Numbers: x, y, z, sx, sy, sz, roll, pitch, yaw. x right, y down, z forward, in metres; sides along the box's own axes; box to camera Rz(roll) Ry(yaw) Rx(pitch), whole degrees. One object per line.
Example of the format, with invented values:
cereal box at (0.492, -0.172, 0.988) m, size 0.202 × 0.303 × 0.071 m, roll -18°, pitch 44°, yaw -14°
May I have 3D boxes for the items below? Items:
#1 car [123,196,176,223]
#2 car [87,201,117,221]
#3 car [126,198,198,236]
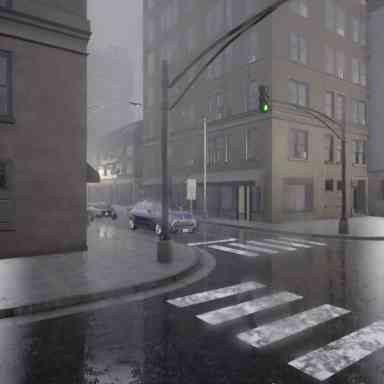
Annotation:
car at (-3.314, 1.233, 25.409) m, size 2.097 × 1.767 × 4.553 m, roll 0°, pitch 0°, yaw -36°
car at (-7.418, 1.428, 26.084) m, size 1.994 × 1.385 × 4.181 m, roll 0°, pitch 0°, yaw -35°
car at (-1.624, 1.269, 17.977) m, size 2.097 × 1.767 × 4.553 m, roll 0°, pitch 0°, yaw -36°
